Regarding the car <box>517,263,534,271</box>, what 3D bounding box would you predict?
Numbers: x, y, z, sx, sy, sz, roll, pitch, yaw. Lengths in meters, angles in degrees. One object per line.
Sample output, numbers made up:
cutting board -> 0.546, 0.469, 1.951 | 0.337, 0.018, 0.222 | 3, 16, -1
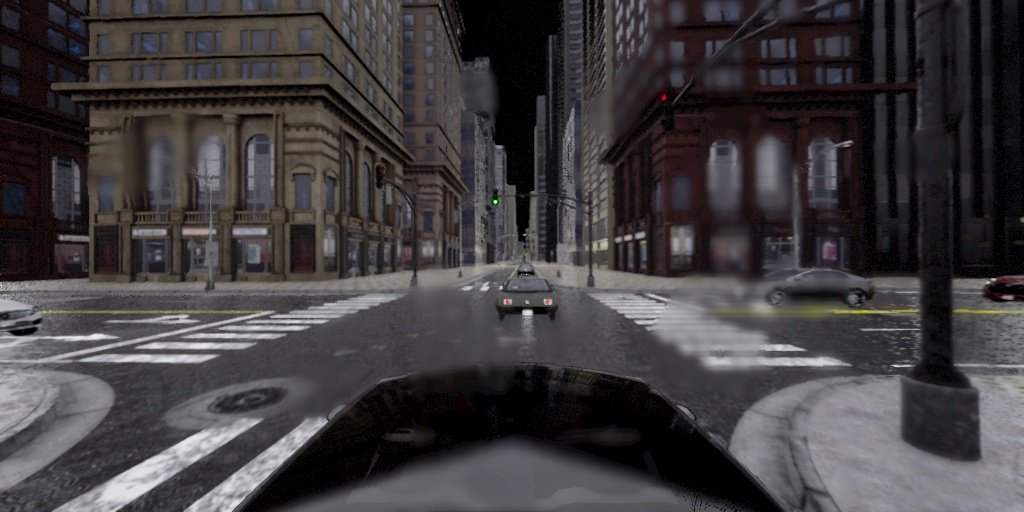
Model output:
car -> 1.655, 1.536, 43.001 | 1.994, 1.385, 4.181 | 0, 0, 2

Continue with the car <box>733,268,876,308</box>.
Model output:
car -> 11.623, 1.239, 14.468 | 4.902, 1.511, 2.128 | 0, 0, 1

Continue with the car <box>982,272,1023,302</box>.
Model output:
car -> 21.859, 1.045, 14.138 | 4.553, 1.767, 2.097 | 0, 0, 2

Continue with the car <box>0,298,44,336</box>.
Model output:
car -> -14.364, 1.363, 8.681 | 4.674, 1.442, 1.812 | 0, 0, 4

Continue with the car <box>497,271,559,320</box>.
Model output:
car -> 0.557, 1.400, 12.841 | 1.895, 1.301, 4.718 | 0, 0, 2
